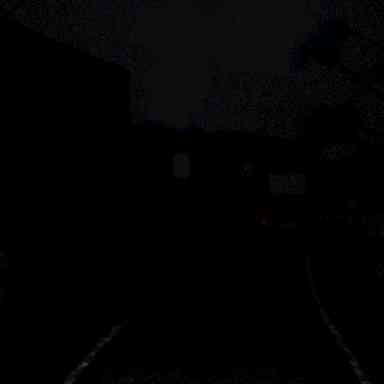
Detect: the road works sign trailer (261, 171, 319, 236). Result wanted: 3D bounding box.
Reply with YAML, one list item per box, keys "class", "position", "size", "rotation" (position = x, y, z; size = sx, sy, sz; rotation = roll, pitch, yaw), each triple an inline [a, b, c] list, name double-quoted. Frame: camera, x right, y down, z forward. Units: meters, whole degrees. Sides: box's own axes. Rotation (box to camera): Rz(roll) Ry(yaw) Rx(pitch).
- class: "road works sign trailer"
  position: [5.736, 0.584, 19.857]
  size: [2.380, 3.560, 2.880]
  rotation: [1, 0, 38]

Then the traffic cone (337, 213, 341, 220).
- class: "traffic cone"
  position: [13.398, 2.204, 30.347]
  size: [0.340, 0.580, 0.340]
  rotation: [1, 0, 38]

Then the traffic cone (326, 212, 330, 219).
- class: "traffic cone"
  position: [12.615, 2.185, 30.968]
  size: [0.340, 0.580, 0.340]
  rotation: [1, 0, 38]

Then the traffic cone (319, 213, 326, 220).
- class: "traffic cone"
  position: [11.373, 2.166, 29.400]
  size: [0.340, 0.580, 0.340]
  rotation: [1, 0, 38]

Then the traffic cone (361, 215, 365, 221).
- class: "traffic cone"
  position: [14.966, 2.243, 29.106]
  size: [0.340, 0.580, 0.340]
  rotation: [1, 0, 38]
